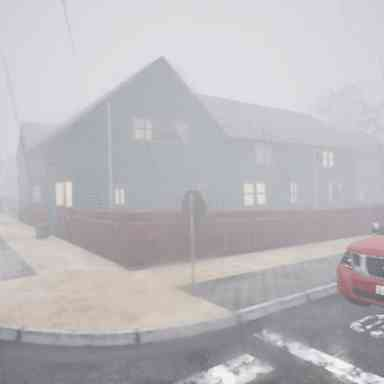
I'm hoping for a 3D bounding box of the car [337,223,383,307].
[{"bbox_3d":[5.380,1.232,6.944,5.566,2.045,2.150,0,-1,-35],"label":"car"}]
